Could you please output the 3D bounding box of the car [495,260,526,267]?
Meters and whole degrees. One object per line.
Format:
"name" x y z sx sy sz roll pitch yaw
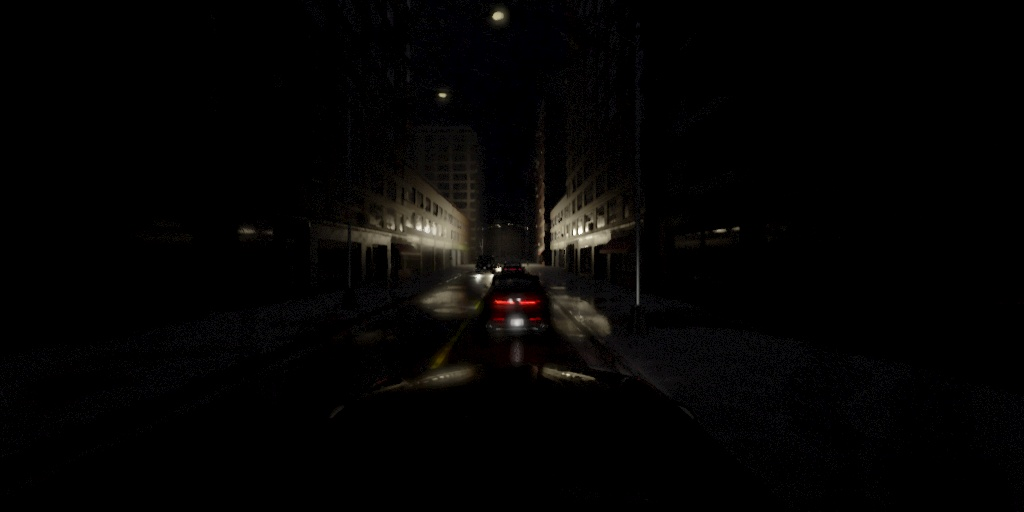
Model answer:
"car" 0.062 1.190 28.233 2.128 1.511 4.902 0 0 0

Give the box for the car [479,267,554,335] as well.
"car" 0.094 1.237 10.450 1.837 1.490 4.892 0 0 -1

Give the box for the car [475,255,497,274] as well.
"car" -2.895 0.901 40.563 2.150 2.045 5.566 0 0 0
